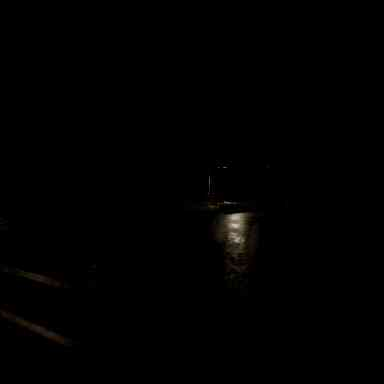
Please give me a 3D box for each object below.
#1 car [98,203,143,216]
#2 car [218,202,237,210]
[{"bbox_3d":[-7.914,1.923,37.473,2.033,1.411,5.357,0,-1,36],"label":"car"},{"bbox_3d":[6.094,2.410,56.940,1.994,1.385,4.181,0,-1,36],"label":"car"}]
